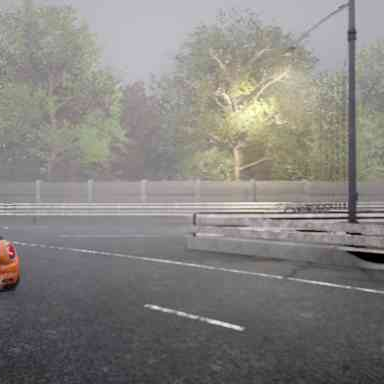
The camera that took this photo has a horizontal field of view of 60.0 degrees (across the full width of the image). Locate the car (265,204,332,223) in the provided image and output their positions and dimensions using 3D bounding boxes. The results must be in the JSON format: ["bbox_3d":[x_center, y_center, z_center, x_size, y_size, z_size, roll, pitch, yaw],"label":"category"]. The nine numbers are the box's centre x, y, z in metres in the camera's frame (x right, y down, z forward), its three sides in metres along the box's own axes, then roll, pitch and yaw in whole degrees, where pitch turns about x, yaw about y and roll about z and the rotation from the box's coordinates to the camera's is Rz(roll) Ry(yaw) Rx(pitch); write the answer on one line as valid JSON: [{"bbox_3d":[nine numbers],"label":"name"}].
[{"bbox_3d":[5.358,1.467,18.855,4.902,1.511,2.128,-1,0,-3],"label":"car"}]

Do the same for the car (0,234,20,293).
[{"bbox_3d":[-6.026,1.345,7.508,4.553,1.767,2.097,0,0,31],"label":"car"}]
